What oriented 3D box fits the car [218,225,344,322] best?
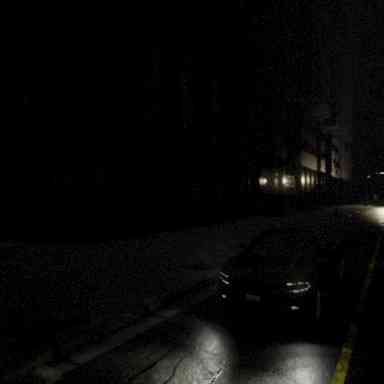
[{"bbox_3d":[2.348,1.605,7.906,1.882,1.535,5.008,-1,-1,31],"label":"car"}]
